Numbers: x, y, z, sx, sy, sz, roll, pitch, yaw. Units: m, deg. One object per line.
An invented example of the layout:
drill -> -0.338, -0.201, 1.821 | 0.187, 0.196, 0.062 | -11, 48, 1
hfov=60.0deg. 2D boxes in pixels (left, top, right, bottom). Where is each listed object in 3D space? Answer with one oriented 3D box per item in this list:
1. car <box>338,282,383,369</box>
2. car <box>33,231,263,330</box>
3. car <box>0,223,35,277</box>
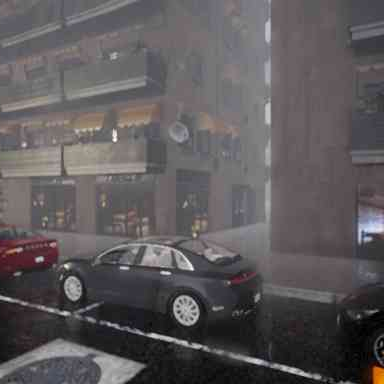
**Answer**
car -> 4.135, 1.569, 3.990 | 4.313, 1.339, 1.947 | 0, 0, 28
car -> -0.814, 1.552, 6.677 | 4.403, 1.369, 2.008 | 0, 0, 28
car -> -5.762, 1.545, 9.364 | 4.507, 1.381, 1.887 | 0, 0, 28
